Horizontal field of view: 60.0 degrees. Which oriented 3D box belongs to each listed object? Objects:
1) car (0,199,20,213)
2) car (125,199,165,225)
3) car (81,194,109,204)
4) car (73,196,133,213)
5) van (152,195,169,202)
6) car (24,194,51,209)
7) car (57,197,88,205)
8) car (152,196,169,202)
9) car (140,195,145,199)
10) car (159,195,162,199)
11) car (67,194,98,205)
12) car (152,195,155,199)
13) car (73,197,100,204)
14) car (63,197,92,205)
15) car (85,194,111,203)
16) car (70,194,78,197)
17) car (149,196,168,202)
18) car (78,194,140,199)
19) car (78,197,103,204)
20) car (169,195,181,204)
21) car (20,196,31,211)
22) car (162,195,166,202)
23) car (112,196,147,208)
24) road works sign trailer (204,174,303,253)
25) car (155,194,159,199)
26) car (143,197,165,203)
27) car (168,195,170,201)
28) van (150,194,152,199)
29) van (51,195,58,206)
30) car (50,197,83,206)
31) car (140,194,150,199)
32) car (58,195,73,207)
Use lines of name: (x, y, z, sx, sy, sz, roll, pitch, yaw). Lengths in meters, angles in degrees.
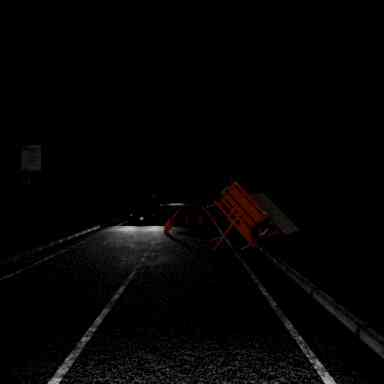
car: (-21.930, 1.458, 36.065, 5.008, 1.535, 2.097, 0, 0, 0)
car: (-3.249, 1.483, 23.947, 1.837, 1.490, 4.892, 0, 0, 0)
car: (-21.927, 1.552, 75.054, 5.566, 2.045, 2.435, 0, -1, 0)
car: (-8.841, 1.450, 33.251, 4.892, 1.521, 2.231, 0, 0, 0)
van: (-8.783, 1.786, 92.113, 4.442, 1.987, 1.878, 0, -1, 0)
car: (-21.892, 1.385, 44.421, 4.553, 1.767, 2.185, 0, 0, 0)
car: (-21.908, 1.689, 61.128, 4.792, 1.488, 2.163, 0, -1, 0)
car: (-8.935, 1.921, 94.915, 4.553, 1.767, 2.185, 0, -1, 0)
car: (-8.849, 1.490, 41.656, 4.892, 1.521, 2.231, 0, 0, 0)
car: (-8.887, 1.408, 61.282, 5.566, 2.045, 2.435, 0, -1, 0)
car: (-21.917, 1.460, 66.699, 5.566, 2.045, 2.435, 0, -1, 0)
car: (-8.842, 1.584, 52.870, 4.892, 1.521, 2.231, 0, -1, 0)
car: (-21.944, 1.741, 69.483, 5.008, 1.535, 2.097, 0, -1, 0)
car: (-21.970, 1.714, 63.913, 4.792, 1.488, 2.163, 0, -1, 0)
car: (-21.932, 1.585, 77.715, 5.566, 2.045, 2.435, 0, -1, 0)
car: (-21.745, 1.605, 55.557, 5.366, 1.575, 1.946, 0, -1, 0)
car: (-8.891, 1.977, 89.307, 5.008, 1.535, 2.097, 0, -1, 0)
car: (-8.874, 1.208, 36.054, 5.566, 2.045, 2.435, 0, 0, 0)
car: (-21.950, 1.810, 72.143, 4.674, 1.452, 2.002, 0, -1, 0)
car: (-3.249, 1.834, 69.358, 1.994, 1.385, 4.181, 0, -1, 0)
car: (-21.926, 1.513, 38.851, 4.674, 1.452, 2.002, 0, 0, 0)
car: (-8.868, 1.772, 72.492, 5.008, 1.535, 2.097, 0, -1, 0)
car: (-8.813, 1.407, 47.263, 4.553, 1.767, 2.185, 0, -1, 0)
road works sign trailer: (2.367, 1.056, 12.647, 3.560, 2.880, 2.380, -5, 45, -44)
car: (-8.849, 1.634, 58.476, 5.008, 1.535, 2.097, 0, -1, 0)
car: (-8.910, 1.869, 78.095, 4.792, 1.488, 2.163, 0, -1, 0)
car: (-8.863, 1.973, 86.504, 4.792, 1.488, 2.163, 0, -1, 0)
van: (-8.730, 1.332, 50.068, 4.442, 1.987, 1.878, 0, -1, 0)
van: (-22.040, 1.307, 47.202, 4.442, 1.987, 1.878, 0, 0, 0)
car: (-21.928, 1.634, 58.343, 5.008, 1.535, 2.097, 0, -1, 0)
car: (-8.872, 1.259, 44.464, 5.566, 2.045, 2.435, 0, 0, 0)
car: (-21.925, 1.623, 52.772, 4.674, 1.452, 2.002, 0, -1, 0)
